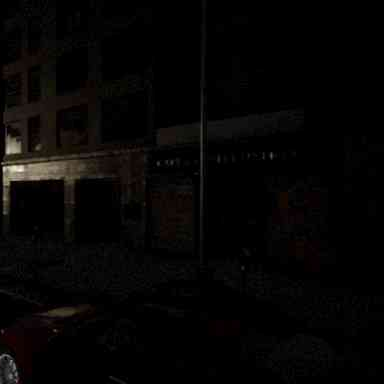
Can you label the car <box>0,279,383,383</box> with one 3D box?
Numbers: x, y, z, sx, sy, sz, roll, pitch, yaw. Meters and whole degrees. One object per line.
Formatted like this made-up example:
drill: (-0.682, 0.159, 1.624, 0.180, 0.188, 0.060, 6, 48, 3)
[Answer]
car: (-0.307, 1.582, 3.299, 4.206, 1.307, 1.802, 0, 0, 36)
